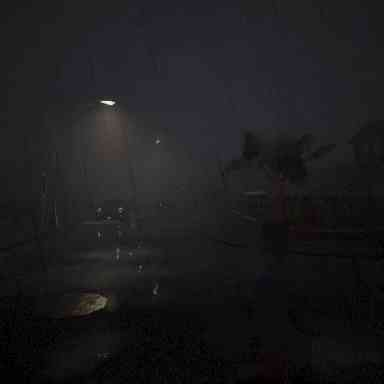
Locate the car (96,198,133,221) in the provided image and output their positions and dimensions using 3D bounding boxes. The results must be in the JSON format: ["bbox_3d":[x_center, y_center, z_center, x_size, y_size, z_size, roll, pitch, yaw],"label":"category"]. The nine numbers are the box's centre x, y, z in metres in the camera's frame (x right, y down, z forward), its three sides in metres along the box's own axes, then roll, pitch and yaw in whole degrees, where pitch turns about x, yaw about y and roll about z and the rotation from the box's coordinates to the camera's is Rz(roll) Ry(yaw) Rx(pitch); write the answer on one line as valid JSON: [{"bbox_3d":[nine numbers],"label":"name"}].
[{"bbox_3d":[-6.304,1.352,26.832,2.097,1.767,4.553,0,0,-4],"label":"car"}]

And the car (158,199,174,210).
[{"bbox_3d":[-3.353,1.601,42.760,1.895,1.301,4.718,0,0,-4],"label":"car"}]

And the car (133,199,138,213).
[{"bbox_3d":[-7.098,1.505,37.171,1.837,1.490,4.892,0,0,-4],"label":"car"}]
